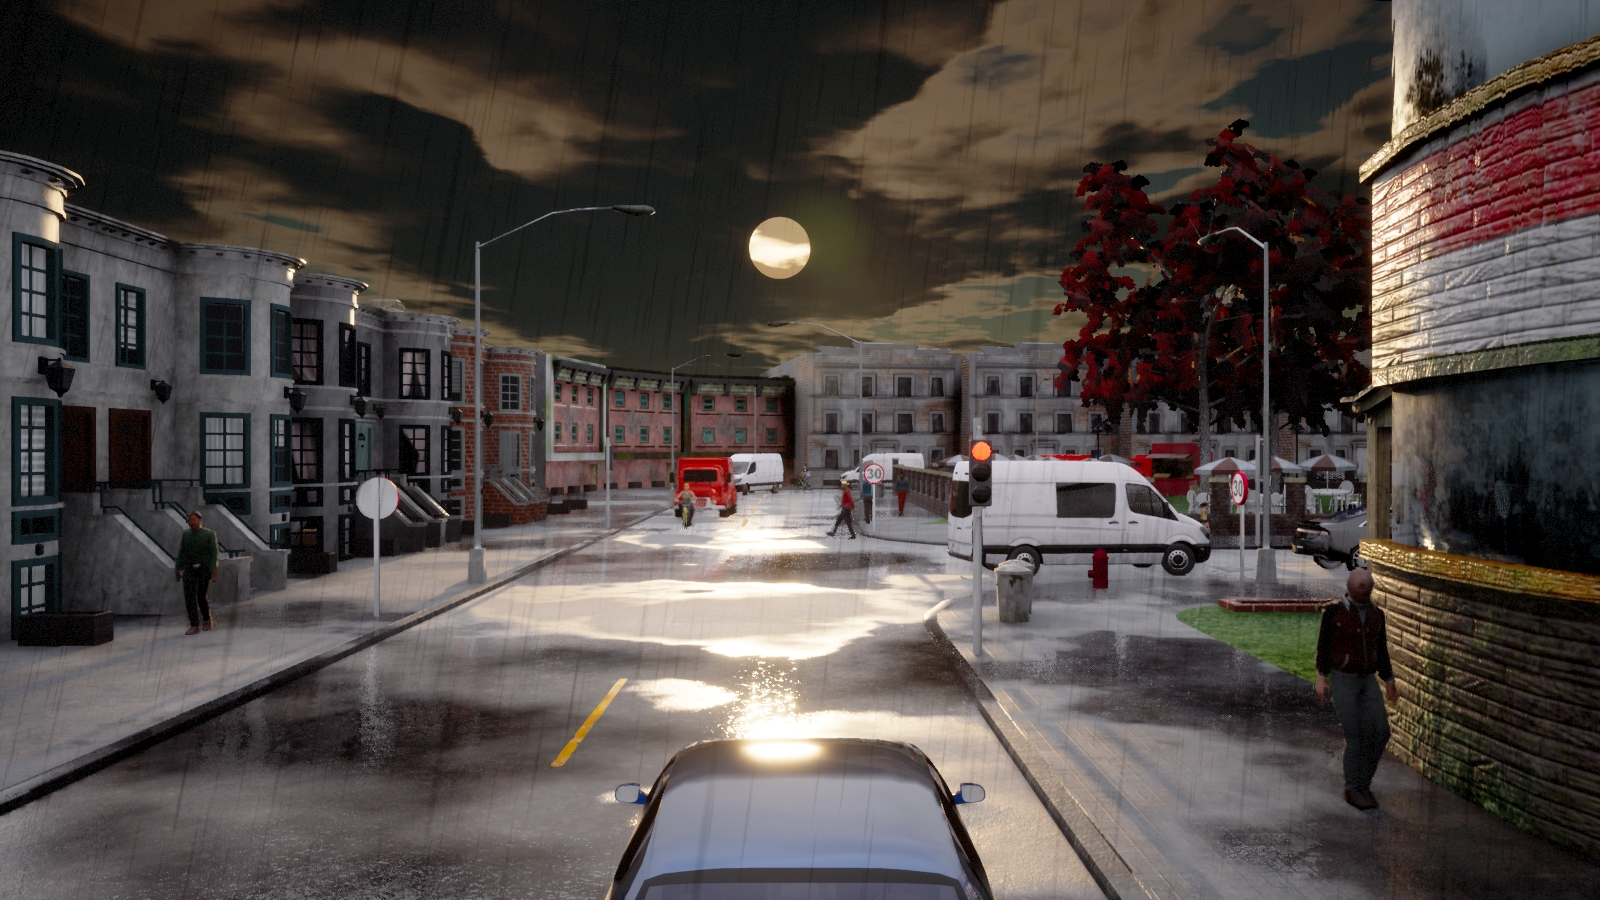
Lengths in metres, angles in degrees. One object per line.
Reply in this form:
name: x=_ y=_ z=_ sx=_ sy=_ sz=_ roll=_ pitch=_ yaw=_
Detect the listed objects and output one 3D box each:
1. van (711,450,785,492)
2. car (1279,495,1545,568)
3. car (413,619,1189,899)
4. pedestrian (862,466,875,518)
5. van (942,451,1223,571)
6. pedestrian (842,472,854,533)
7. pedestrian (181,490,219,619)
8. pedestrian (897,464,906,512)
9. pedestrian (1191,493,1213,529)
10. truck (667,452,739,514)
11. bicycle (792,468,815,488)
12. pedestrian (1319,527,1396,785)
van: x=-3.214 y=1.289 z=72.299 sx=1.988 sy=2.561 sz=5.915 roll=0 pitch=0 yaw=28
car: x=13.778 y=1.817 z=25.951 sx=4.902 sy=1.511 sz=2.128 roll=0 pitch=0 yaw=-1
car: x=-0.001 y=1.884 z=5.268 sx=2.033 sy=1.411 sz=5.357 roll=0 pitch=0 yaw=0
pedestrian: x=2.453 y=1.502 z=40.798 sx=0.375 sy=1.860 sz=0.375 roll=0 pitch=0 yaw=18
van: x=6.389 y=1.304 z=26.031 sx=5.915 sy=2.561 sz=1.988 roll=0 pitch=0 yaw=-11
pedestrian: x=1.471 y=1.615 z=35.018 sx=0.375 sy=1.860 sz=0.375 roll=0 pitch=0 yaw=0
pedestrian: x=-8.785 y=1.519 z=16.730 sx=0.375 sy=1.860 sz=0.375 roll=0 pitch=0 yaw=-3
pedestrian: x=4.009 y=1.499 z=45.121 sx=0.375 sy=1.860 sz=0.375 roll=0 pitch=0 yaw=6
pedestrian: x=12.424 y=1.882 z=35.297 sx=0.500 sy=1.100 sz=0.500 roll=0 pitch=0 yaw=0
truck: x=-4.023 y=1.328 z=48.266 sx=2.627 sy=2.467 sz=5.204 roll=0 pitch=0 yaw=0
bicycle: x=0.259 y=1.909 z=77.024 sx=1.643 sy=1.296 sz=0.373 roll=0 pitch=0 yaw=-36
pedestrian: x=4.181 y=1.522 z=8.583 sx=0.375 sy=1.860 sz=0.375 roll=0 pitch=0 yaw=-7
